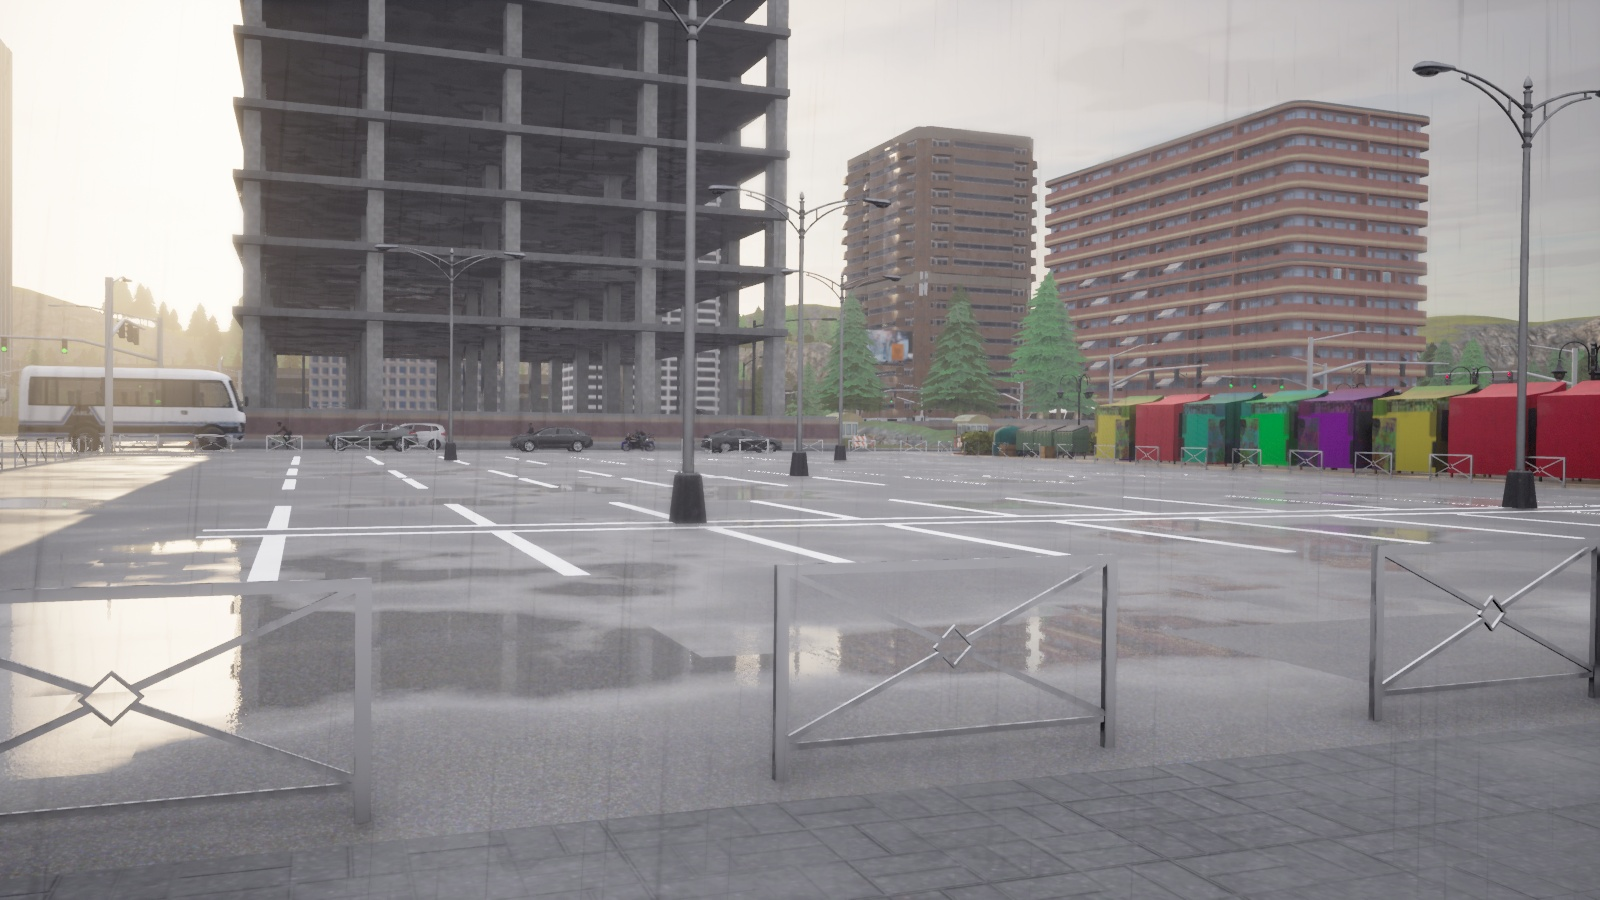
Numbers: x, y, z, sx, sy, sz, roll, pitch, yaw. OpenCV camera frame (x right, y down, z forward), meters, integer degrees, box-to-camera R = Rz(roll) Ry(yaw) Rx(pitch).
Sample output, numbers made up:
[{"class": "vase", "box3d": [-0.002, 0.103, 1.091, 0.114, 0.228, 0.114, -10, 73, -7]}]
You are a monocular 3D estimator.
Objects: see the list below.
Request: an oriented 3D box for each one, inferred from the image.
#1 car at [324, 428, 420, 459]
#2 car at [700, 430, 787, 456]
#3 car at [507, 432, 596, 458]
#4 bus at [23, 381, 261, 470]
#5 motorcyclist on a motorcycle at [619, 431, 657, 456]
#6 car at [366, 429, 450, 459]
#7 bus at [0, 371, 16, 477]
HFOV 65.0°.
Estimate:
[{"class": "car", "box3d": [-24.227, -0.374, 71.120, 5.027, 1.651, 2.152, -1, 1, -22]}, {"class": "car", "box3d": [-3.424, -0.447, 75.671, 4.892, 1.490, 1.837, -1, 1, -22]}, {"class": "car", "box3d": [-14.821, -0.311, 74.886, 4.892, 1.490, 1.837, -1, 1, -22]}, {"class": "bus", "box3d": [-33.076, -1.301, 63.795, 10.273, 4.253, 3.944, -1, 1, -22]}, {"class": "motorcyclist on a motorcycle", "box3d": [-10.375, -0.419, 80.431, 2.191, 1.530, 0.866, -1, 1, -22]}, {"class": "car", "box3d": [-23.501, -0.382, 75.183, 4.611, 1.667, 2.242, -1, 1, -22]}, {"class": "bus", "box3d": [-33.012, -0.993, 47.385, 3.944, 4.253, 10.273, -1, 1, -22]}]
